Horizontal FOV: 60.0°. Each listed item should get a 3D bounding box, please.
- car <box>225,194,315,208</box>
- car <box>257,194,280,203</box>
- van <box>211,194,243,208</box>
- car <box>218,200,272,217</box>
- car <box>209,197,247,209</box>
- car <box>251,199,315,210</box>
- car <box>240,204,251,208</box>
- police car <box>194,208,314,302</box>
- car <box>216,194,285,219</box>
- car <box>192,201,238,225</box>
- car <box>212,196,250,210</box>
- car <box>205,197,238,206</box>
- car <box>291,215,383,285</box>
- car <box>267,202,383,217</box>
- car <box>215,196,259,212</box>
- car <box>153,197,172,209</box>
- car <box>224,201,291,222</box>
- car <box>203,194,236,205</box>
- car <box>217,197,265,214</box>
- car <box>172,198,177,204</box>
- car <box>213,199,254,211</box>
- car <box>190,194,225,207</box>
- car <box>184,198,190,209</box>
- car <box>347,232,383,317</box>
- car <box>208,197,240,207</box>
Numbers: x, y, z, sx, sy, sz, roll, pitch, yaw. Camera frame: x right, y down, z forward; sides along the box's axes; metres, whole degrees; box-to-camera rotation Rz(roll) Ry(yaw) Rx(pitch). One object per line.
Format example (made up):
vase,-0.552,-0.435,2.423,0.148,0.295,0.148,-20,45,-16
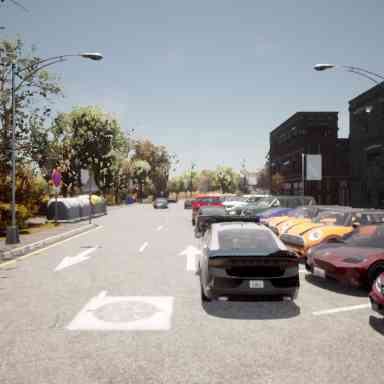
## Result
car,5.247,1.251,20.644,5.566,2.045,2.435,1,0,-20
car,18.074,1.464,78.776,2.435,2.045,5.566,0,0,-22
van,5.318,1.371,50.742,4.442,1.987,1.878,1,-1,-20
car,5.219,1.560,32.660,4.792,1.488,2.163,1,0,-20
car,5.209,1.583,47.695,5.008,1.535,2.097,1,-1,-20
car,5.298,1.369,14.669,4.553,1.767,2.185,1,0,-20
car,5.257,1.538,17.666,4.674,1.452,2.002,1,0,-20
police car,1.133,1.428,8.469,1.930,1.638,5.238,0,0,0
car,5.225,1.271,29.661,5.566,2.045,2.435,1,0,-20
car,1.108,1.491,18.359,1.882,1.535,5.008,0,0,0
car,5.259,1.447,44.693,4.553,1.767,2.185,1,0,-20
car,5.006,1.613,56.639,5.366,1.575,1.946,1,0,-20
car,5.250,1.518,8.648,4.792,1.488,2.163,1,0,-20
car,5.303,1.366,11.668,4.553,1.767,2.185,1,0,-20
car,5.205,1.424,38.676,4.553,1.767,2.185,1,0,-20
car,-4.283,1.582,45.811,2.128,1.511,4.902,0,0,0
car,5.222,1.545,26.659,4.792,1.488,2.163,1,0,-20
car,5.172,1.391,62.734,5.566,2.045,2.435,1,0,-20
car,5.210,1.414,35.675,4.553,1.767,2.185,1,0,-20
car,-4.209,1.781,68.635,1.895,1.301,4.718,0,0,1
car,5.232,1.601,41.684,4.674,1.452,2.002,1,0,-20
car,1.097,1.250,24.390,2.150,2.045,5.566,0,0,0
car,-0.129,1.587,46.917,2.128,1.511,4.902,0,0,0
car,5.289,1.527,5.656,4.674,1.452,2.002,1,0,-20
car,5.200,1.647,53.698,4.674,1.452,2.002,1,0,-20
